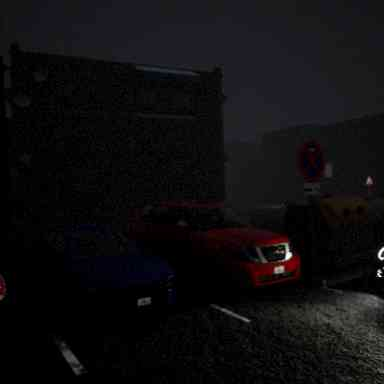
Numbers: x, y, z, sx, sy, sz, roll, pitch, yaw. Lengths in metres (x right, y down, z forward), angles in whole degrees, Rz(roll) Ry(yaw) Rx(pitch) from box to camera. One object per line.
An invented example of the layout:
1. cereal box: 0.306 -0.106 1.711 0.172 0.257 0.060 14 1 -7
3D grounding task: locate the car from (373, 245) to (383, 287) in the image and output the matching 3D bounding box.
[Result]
1. car: 6.291 1.346 8.091 4.553 1.767 2.097 -1 0 -40

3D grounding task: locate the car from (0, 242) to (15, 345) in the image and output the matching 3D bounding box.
1. car: -4.505 1.351 5.752 2.185 1.767 4.553 1 -1 -36

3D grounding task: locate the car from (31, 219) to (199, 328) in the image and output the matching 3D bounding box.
1. car: -2.224 1.504 7.424 2.097 1.535 5.008 1 0 -36

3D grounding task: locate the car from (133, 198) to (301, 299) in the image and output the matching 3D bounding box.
1. car: 0.193 1.256 9.109 2.435 2.045 5.566 0 0 -36

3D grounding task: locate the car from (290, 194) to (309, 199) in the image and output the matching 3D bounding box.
1. car: 12.838 1.001 40.281 2.097 1.767 4.553 -3 -1 -23

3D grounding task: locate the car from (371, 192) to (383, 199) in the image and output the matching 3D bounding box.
1. car: 17.118 0.703 28.778 2.097 1.767 4.553 -3 0 -11
